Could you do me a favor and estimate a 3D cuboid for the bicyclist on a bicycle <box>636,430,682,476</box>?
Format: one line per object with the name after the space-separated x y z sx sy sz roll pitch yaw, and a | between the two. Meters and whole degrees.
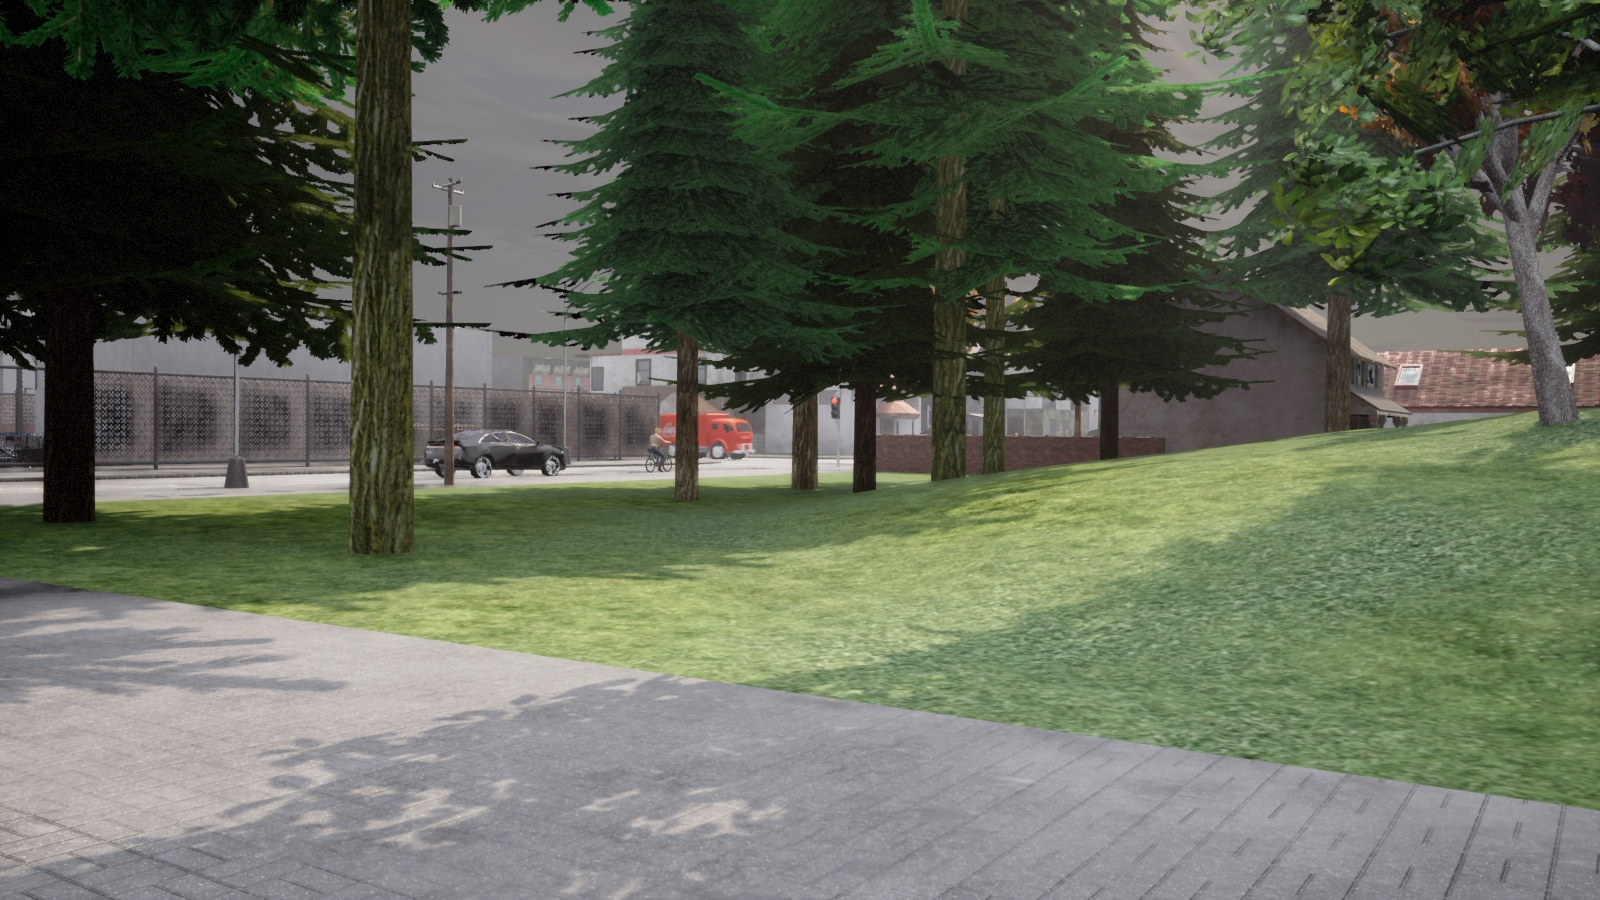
-5.094 0.094 45.400 0.866 1.612 1.509 0 1 33 | bicyclist on a bicycle

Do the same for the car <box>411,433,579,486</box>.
-9.367 0.240 38.970 2.128 1.511 4.902 0 1 34 | car

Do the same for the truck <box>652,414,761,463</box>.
-4.996 -0.628 67.013 5.204 2.467 2.627 0 2 31 | truck
